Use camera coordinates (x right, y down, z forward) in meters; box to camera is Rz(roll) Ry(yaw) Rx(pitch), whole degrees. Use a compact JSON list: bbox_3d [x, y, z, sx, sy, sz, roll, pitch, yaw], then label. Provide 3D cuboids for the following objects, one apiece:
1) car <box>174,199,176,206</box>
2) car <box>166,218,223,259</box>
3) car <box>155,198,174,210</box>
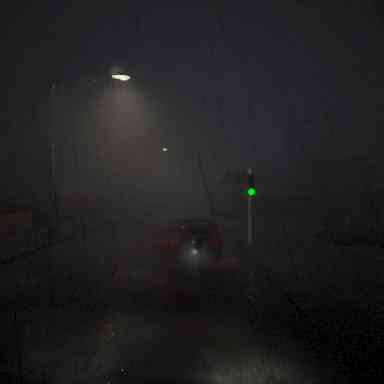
[{"bbox_3d":[-4.036,1.834,62.256,1.837,1.490,4.892,0,1,1],"label":"car"},{"bbox_3d":[0.083,1.671,12.926,1.895,1.301,4.718,0,0,0],"label":"car"},{"bbox_3d":[-4.077,1.610,47.410,2.097,1.767,4.553,0,-1,0],"label":"car"}]
